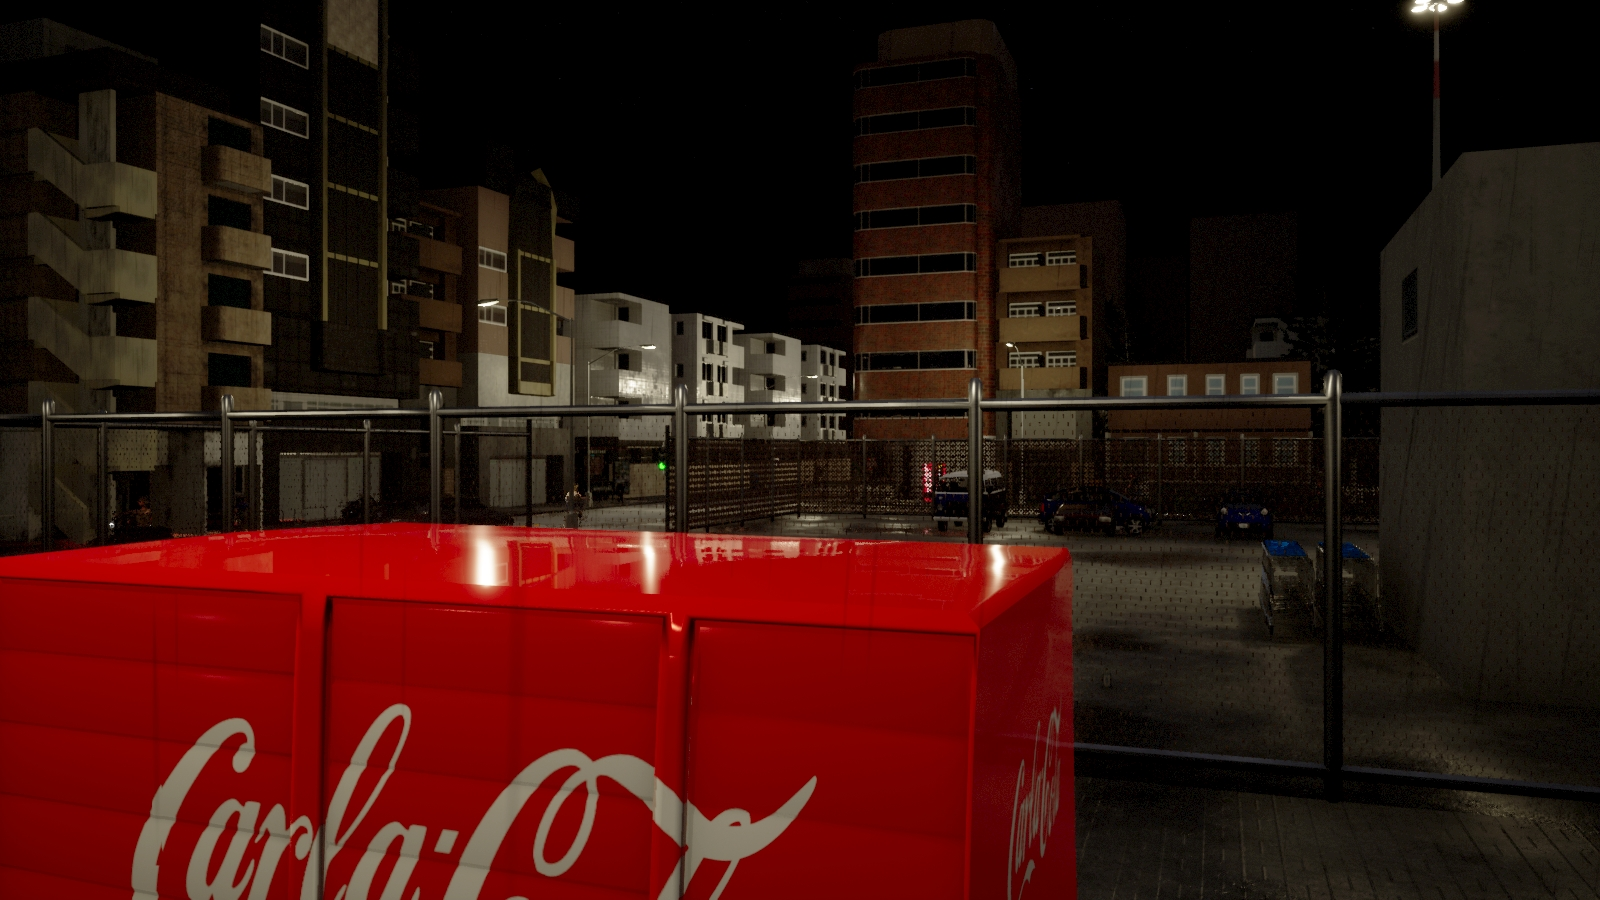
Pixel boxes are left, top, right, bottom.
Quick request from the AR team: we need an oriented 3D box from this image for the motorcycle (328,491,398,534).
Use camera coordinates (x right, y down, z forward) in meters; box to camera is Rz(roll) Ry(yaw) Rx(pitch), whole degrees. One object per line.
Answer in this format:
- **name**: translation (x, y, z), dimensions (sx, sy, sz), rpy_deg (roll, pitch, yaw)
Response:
- **motorcycle**: translation (-14.027, 1.995, 36.723), dimensions (0.867, 1.251, 2.209), rpy_deg (0, 0, 20)

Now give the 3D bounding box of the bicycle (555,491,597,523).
- **bicycle**: translation (-8.085, 2.044, 41.302), dimensions (0.859, 1.080, 1.487), rpy_deg (0, 0, 20)

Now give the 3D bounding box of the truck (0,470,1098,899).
- **truck**: translation (-1.648, 1.349, 4.450), dimensions (5.204, 2.467, 2.627), rpy_deg (0, 0, 20)

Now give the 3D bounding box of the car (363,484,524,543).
- **car**: translation (-10.639, 1.851, 34.496), dimensions (2.163, 1.488, 4.792), rpy_deg (0, 0, 20)

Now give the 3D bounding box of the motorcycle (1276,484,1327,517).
- **motorcycle**: translation (19.695, 1.961, 44.923), dimensions (1.805, 1.236, 0.856), rpy_deg (0, 0, 20)
